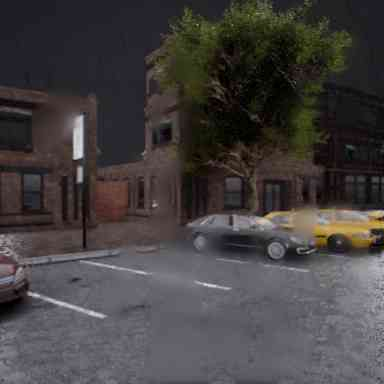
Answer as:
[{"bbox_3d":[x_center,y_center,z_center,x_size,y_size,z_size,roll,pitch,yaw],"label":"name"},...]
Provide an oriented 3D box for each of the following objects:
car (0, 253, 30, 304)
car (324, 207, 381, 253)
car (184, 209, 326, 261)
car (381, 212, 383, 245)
[{"bbox_3d":[-5.357,1.526,7.001,4.674,1.452,2.002,-1,-1,35],"label":"car"},{"bbox_3d":[4.582,1.485,13.844,5.366,1.575,1.946,-1,-1,35],"label":"car"},{"bbox_3d":[1.980,1.490,12.215,4.892,1.521,2.231,-1,-1,35],"label":"car"},{"bbox_3d":[7.026,1.486,15.587,5.366,1.575,1.946,-1,-1,35],"label":"car"}]
